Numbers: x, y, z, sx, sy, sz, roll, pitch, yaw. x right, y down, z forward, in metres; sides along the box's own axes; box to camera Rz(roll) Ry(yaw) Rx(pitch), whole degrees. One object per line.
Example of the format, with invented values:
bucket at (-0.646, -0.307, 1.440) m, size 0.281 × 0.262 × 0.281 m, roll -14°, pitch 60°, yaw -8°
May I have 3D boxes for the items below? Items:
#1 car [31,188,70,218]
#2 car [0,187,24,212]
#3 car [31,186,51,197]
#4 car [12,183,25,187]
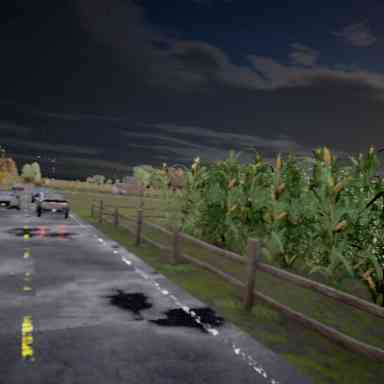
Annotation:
car at (-9.242, 0.806, 21.973) m, size 2.128 × 1.511 × 4.902 m, roll 5°, pitch 0°, yaw -26°
car at (-13.197, 0.557, 23.573) m, size 1.994 × 1.385 × 4.181 m, roll 5°, pitch 0°, yaw -27°
car at (-15.571, 0.190, 34.701) m, size 2.097 × 1.767 × 4.553 m, roll 5°, pitch 0°, yaw -26°
car at (-32.104, -0.945, 61.529) m, size 1.882 × 1.535 × 5.008 m, roll 5°, pitch -1°, yaw -26°
